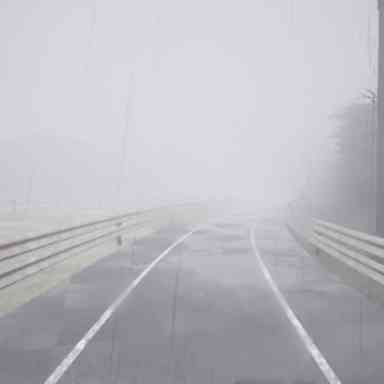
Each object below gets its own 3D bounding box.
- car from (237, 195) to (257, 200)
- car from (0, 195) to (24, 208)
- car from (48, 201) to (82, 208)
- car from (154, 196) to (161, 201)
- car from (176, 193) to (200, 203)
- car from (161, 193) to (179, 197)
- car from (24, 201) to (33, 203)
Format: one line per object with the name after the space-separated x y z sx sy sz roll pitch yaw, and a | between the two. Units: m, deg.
13.641 1.628 83.226 2.097 1.767 4.553 0 0 37 | car
-23.444 1.195 39.574 2.033 1.411 5.357 0 0 37 | car
-16.449 1.307 43.077 1.994 1.385 4.181 0 0 37 | car
-5.879 1.515 68.850 1.837 1.490 4.892 0 0 37 | car
-0.265 1.532 64.674 1.837 1.490 4.892 0 0 37 | car
-3.057 1.230 66.775 2.150 2.045 5.566 0 0 37 | car
-23.846 1.179 44.874 1.812 1.442 4.674 0 0 37 | car
